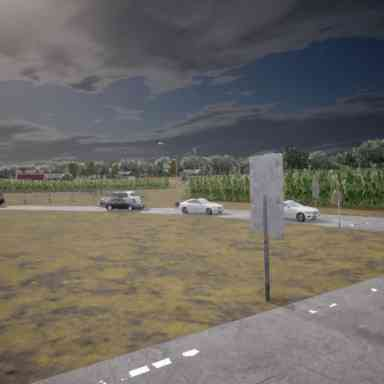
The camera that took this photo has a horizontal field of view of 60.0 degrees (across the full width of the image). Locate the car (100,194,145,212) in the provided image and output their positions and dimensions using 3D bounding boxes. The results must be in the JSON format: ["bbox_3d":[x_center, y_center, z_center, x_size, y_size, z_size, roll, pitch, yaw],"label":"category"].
[{"bbox_3d":[-7.564,1.349,37.285,4.892,1.490,1.837,0,2,28],"label":"car"}]

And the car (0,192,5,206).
[{"bbox_3d":[-29.255,1.019,46.774,5.566,2.045,2.150,-1,1,5],"label":"car"}]

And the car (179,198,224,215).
[{"bbox_3d":[0.848,1.340,31.588,4.674,1.442,1.812,0,2,39],"label":"car"}]

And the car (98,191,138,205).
[{"bbox_3d":[-9.059,0.973,41.447,5.566,2.045,2.150,0,2,26],"label":"car"}]

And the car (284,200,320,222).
[{"bbox_3d":[7.282,1.361,25.251,1.812,1.442,4.674,-3,2,-42],"label":"car"}]
